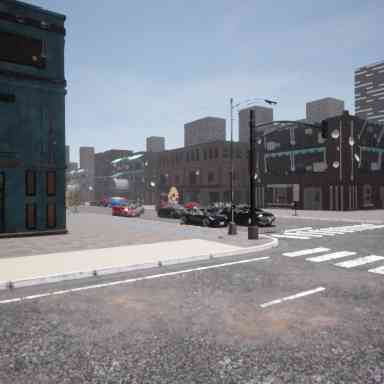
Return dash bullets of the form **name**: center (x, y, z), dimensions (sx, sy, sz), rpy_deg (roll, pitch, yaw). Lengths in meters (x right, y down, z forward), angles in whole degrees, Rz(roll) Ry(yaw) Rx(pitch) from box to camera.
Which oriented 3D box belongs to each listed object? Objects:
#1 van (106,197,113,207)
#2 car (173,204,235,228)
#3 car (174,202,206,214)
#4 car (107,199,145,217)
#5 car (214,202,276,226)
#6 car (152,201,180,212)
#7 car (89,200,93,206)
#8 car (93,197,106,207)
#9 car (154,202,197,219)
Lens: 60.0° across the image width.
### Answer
- **van**: center (-13.228, 1.906, 58.936), dimensions (1.690, 1.788, 3.998), rpy_deg (-1, 0, -36)
- **car**: center (0.797, 1.814, 24.686), dimensions (1.947, 1.339, 4.313), rpy_deg (-2, 0, -36)
- **car**: center (-0.353, 1.903, 40.921), dimensions (1.802, 1.307, 4.206), rpy_deg (-2, 0, -36)
- **car**: center (-7.173, 1.846, 36.048), dimensions (1.967, 1.590, 4.097), rpy_deg (-1, 0, -36)
- **car**: center (4.017, 1.706, 24.800), dimensions (1.837, 1.490, 4.892), rpy_deg (-1, 0, -34)
- **car**: center (-3.569, 1.965, 45.425), dimensions (1.802, 1.307, 4.206), rpy_deg (-2, 0, -36)
- **car**: center (-19.659, 2.227, 67.944), dimensions (1.887, 1.381, 4.507), rpy_deg (-1, 0, -36)
- **car**: center (-16.446, 1.939, 63.440), dimensions (2.192, 1.841, 5.009), rpy_deg (-1, 0, -36)
- **car**: center (-1.760, 1.879, 32.961), dimensions (1.994, 1.385, 4.181), rpy_deg (-1, 0, -35)
